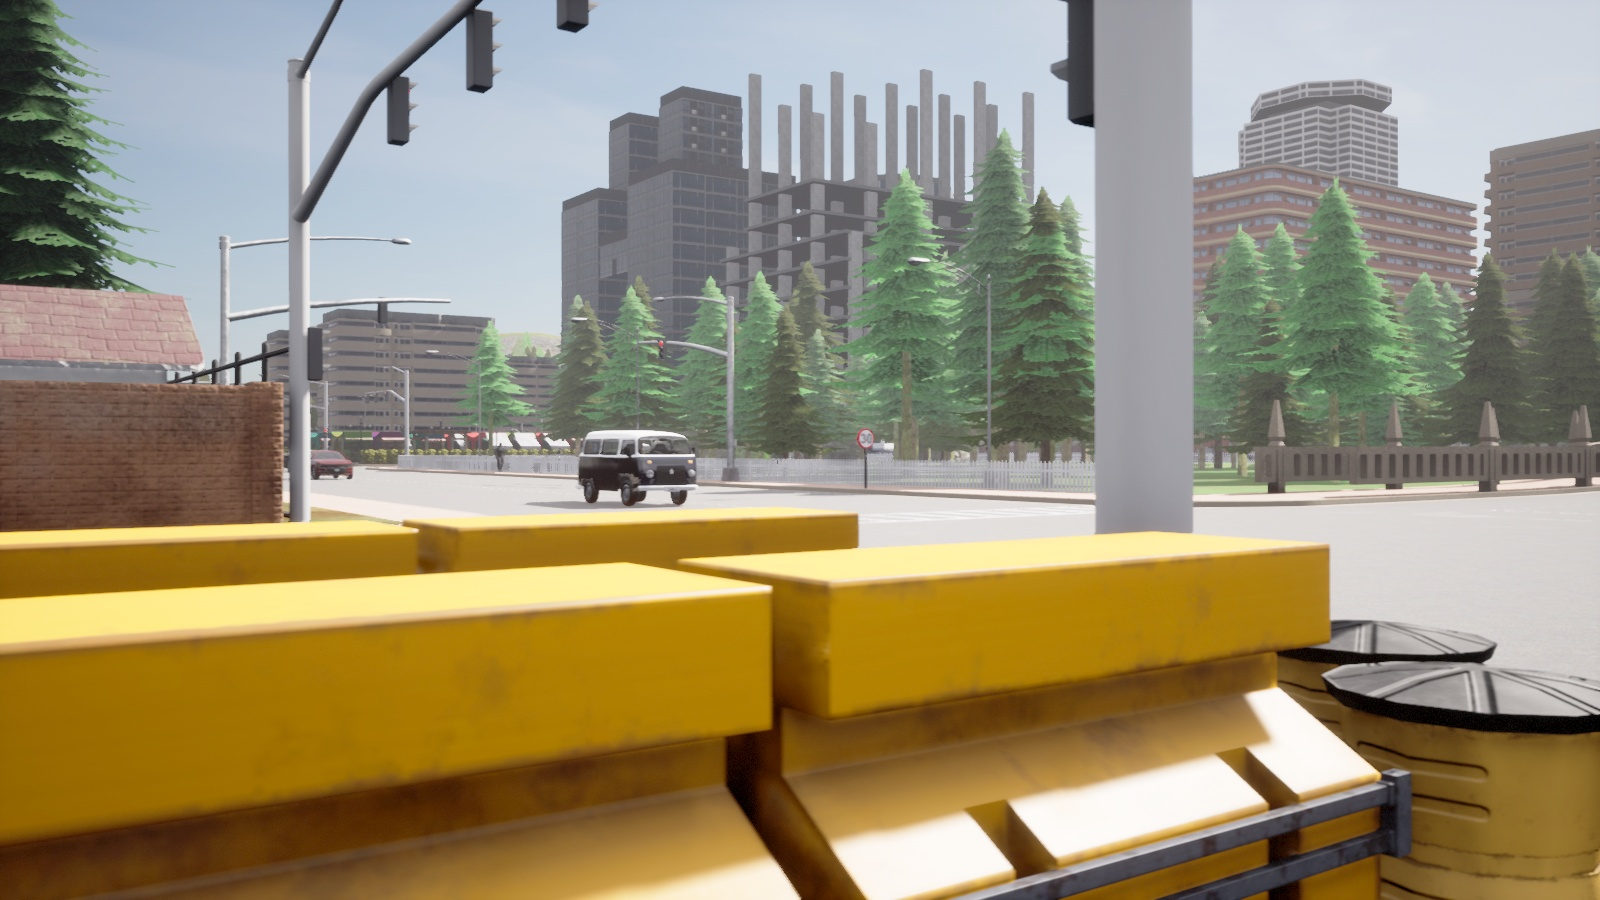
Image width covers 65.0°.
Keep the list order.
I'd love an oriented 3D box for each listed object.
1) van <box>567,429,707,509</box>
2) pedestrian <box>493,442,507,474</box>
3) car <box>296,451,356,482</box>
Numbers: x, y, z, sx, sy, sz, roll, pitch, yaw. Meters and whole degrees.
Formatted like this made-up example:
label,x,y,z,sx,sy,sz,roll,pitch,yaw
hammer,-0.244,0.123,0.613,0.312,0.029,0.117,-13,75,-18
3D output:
label,x,y,z,sx,sy,sz,roll,pitch,yaw
van,-4.546,0.486,34.471,2.069,2.038,4.480,0,0,-33
pedestrian,-17.983,0.490,75.309,0.563,1.883,0.849,0,0,-33
car,-24.757,0.853,65.509,1.882,1.535,5.008,0,0,-33
